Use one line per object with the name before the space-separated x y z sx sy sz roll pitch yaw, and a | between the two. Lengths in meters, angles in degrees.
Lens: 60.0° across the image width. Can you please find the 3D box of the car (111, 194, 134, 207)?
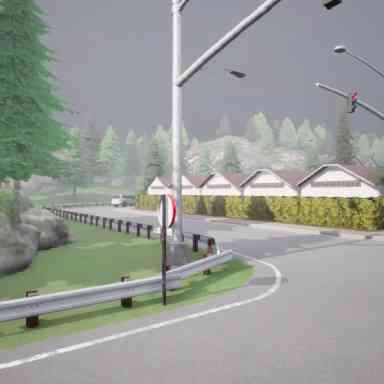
car | -10.454 1.398 53.907 2.150 2.045 5.566 0 0 36
